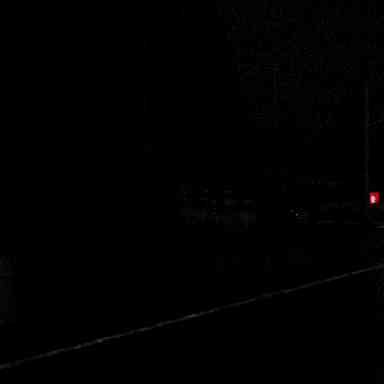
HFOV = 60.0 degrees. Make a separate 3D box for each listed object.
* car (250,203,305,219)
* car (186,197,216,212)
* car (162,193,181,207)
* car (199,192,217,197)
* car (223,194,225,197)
[{"bbox_3d":[7.412,1.616,29.219,1.895,1.301,4.718,0,0,-37],"label":"car"},{"bbox_3d":[1.351,1.579,37.237,1.994,1.385,4.181,0,0,-37],"label":"car"},{"bbox_3d":[-3.645,1.369,50.101,2.097,1.767,4.553,0,0,-35],"label":"car"},{"bbox_3d":[4.930,1.113,92.316,1.932,1.855,4.605,0,0,-37],"label":"car"},{"bbox_3d":[7.017,1.092,94.380,1.905,1.878,3.866,0,0,-37],"label":"car"}]
